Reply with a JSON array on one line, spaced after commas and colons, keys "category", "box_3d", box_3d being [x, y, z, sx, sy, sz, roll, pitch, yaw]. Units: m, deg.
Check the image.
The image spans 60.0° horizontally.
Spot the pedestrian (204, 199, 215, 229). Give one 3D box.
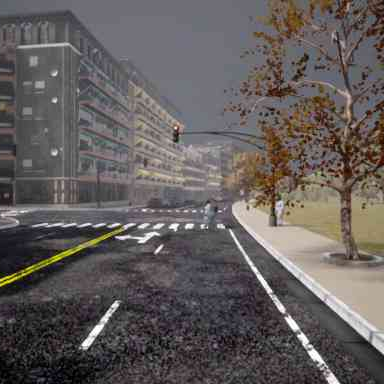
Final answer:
[{"category": "pedestrian", "box_3d": [1.055, 1.318, 20.000, 0.375, 1.860, 0.375, 0, 0, 3]}]

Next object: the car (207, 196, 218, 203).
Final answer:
[{"category": "car", "box_3d": [4.666, 1.827, 77.716, 2.128, 1.511, 4.902, 0, 0, 11]}]

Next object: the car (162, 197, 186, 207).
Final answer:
[{"category": "car", "box_3d": [-2.778, 1.505, 52.866, 2.097, 1.767, 4.553, 0, 0, 8]}]

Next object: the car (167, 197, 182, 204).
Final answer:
[{"category": "car", "box_3d": [-3.528, 1.785, 69.122, 2.033, 1.411, 5.357, 0, 0, 10]}]

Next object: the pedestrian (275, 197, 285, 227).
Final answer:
[{"category": "pedestrian", "box_3d": [5.402, 1.165, 20.354, 0.375, 1.860, 0.375, 0, 0, 3]}]

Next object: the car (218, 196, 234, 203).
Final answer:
[{"category": "car", "box_3d": [7.864, 1.841, 77.134, 2.033, 1.411, 5.357, 0, 0, 11]}]

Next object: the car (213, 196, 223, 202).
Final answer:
[{"category": "car", "box_3d": [6.784, 1.808, 87.859, 1.882, 1.535, 5.008, 0, 0, 13]}]

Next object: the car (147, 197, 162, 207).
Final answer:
[{"category": "car", "box_3d": [-5.939, 1.661, 53.758, 1.837, 1.490, 4.892, 0, 0, 8]}]

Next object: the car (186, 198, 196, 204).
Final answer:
[{"category": "car", "box_3d": [-0.388, 1.839, 68.231, 1.895, 1.301, 4.718, 0, 0, 10]}]

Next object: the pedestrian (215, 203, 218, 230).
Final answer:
[{"category": "pedestrian", "box_3d": [1.429, 1.319, 21.182, 0.375, 1.860, 0.375, 0, 0, 3]}]
